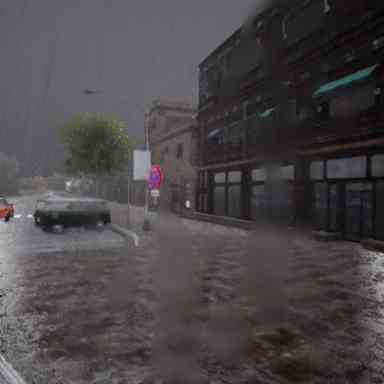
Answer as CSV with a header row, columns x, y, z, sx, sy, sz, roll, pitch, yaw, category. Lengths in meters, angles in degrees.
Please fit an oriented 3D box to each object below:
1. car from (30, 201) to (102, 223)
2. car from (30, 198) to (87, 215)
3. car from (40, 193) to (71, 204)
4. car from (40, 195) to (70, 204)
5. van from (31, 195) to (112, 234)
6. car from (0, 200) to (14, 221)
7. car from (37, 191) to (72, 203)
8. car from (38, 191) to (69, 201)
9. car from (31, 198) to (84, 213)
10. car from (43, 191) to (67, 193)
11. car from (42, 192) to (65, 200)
x,y,z,sx,sy,sz,roll,pitch,yaw,category
-10.535,1.627,28.131,5.366,1.575,1.946,2,-1,-44,car
-14.437,1.543,36.122,5.366,1.575,1.946,2,0,-44,car
-23.874,1.206,58.275,4.553,1.767,2.185,2,0,-43,car
-25.101,1.347,61.010,4.674,1.452,2.002,2,-1,-43,car
-6.908,1.378,19.877,4.442,1.987,1.878,2,-1,-44,van
-16.410,1.409,28.119,2.097,1.767,4.553,1,0,-24,car
-26.286,1.032,63.739,5.566,2.045,2.435,2,0,-44,car
-29.879,0.966,72.009,5.566,2.045,2.435,2,0,-43,car
-15.644,1.514,38.870,5.366,1.575,1.946,2,0,-44,car
-22.679,1.232,55.521,4.553,1.767,2.185,2,0,-43,car
-32.278,1.052,77.525,4.553,1.767,2.185,2,-1,-43,car
